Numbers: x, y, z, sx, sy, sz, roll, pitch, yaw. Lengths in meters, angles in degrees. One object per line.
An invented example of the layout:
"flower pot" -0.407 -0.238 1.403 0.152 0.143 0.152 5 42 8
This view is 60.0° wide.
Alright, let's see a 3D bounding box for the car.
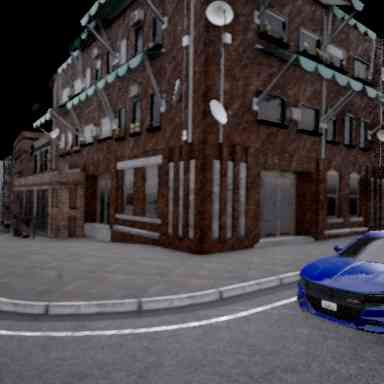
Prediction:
"car" 4.194 1.545 6.720 5.008 1.535 1.882 1 0 -36
